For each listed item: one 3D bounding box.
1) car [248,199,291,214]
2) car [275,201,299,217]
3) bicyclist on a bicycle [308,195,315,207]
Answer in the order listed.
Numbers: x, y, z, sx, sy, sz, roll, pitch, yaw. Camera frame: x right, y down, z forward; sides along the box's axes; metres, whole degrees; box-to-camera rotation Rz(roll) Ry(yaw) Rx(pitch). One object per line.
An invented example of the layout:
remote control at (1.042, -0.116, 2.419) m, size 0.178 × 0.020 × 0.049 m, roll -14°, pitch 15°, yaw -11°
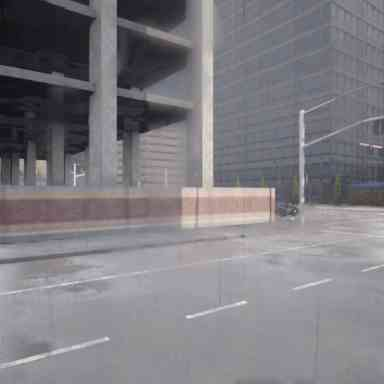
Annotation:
car at (8.517, 1.525, 36.916) m, size 1.812 × 1.442 × 4.674 m, roll 0°, pitch 0°, yaw -36°
car at (8.109, 1.563, 31.516) m, size 1.994 × 1.385 × 4.181 m, roll 0°, pitch 0°, yaw -36°
bicyclist on a bicycle at (16.586, 1.300, 46.203) m, size 1.656 × 1.620 × 0.582 m, roll 0°, pitch 0°, yaw -36°
